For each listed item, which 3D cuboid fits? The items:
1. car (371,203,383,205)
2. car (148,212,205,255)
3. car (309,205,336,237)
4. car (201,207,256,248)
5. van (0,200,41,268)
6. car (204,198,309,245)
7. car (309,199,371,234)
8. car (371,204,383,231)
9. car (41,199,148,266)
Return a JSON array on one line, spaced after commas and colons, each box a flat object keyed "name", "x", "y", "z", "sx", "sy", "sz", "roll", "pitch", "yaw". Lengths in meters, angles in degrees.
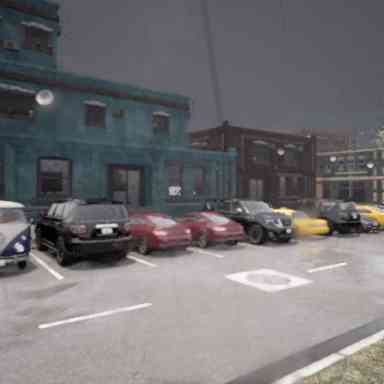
[{"name": "car", "x": 11.698, "y": 1.745, "z": 23.261, "sx": 2.097, "sy": 1.535, "sz": 5.008, "roll": 1, "pitch": -1, "yaw": -35}, {"name": "car", "x": -1.795, "y": 1.581, "z": 13.679, "sx": 2.002, "sy": 1.452, "sz": 4.674, "roll": 1, "pitch": 0, "yaw": -35}, {"name": "car", "x": 4.892, "y": 1.638, "z": 18.661, "sx": 1.946, "sy": 1.575, "sz": 5.366, "roll": 1, "pitch": 0, "yaw": -35}, {"name": "car", "x": 0.418, "y": 1.612, "z": 15.251, "sx": 2.002, "sy": 1.452, "sz": 4.674, "roll": 1, "pitch": 0, "yaw": -35}, {"name": "van", "x": -6.258, "y": 1.253, "z": 10.368, "sx": 1.878, "sy": 1.987, "sz": 4.442, "roll": 1, "pitch": 0, "yaw": -35}, {"name": "car", "x": 2.651, "y": 1.354, "z": 16.806, "sx": 2.435, "sy": 2.045, "sz": 5.566, "roll": 1, "pitch": 0, "yaw": -35}, {"name": "car", "x": 7.252, "y": 1.425, "z": 20.145, "sx": 2.435, "sy": 2.045, "sz": 5.566, "roll": 1, "pitch": -1, "yaw": -35}, {"name": "car", "x": 9.527, "y": 1.712, "z": 21.734, "sx": 2.231, "sy": 1.521, "sz": 4.892, "roll": 1, "pitch": -1, "yaw": -35}, {"name": "car", "x": -4.076, "y": 1.258, "z": 12.097, "sx": 2.435, "sy": 2.045, "sz": 5.566, "roll": 1, "pitch": 0, "yaw": -35}]
